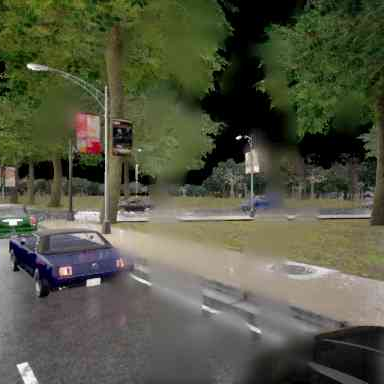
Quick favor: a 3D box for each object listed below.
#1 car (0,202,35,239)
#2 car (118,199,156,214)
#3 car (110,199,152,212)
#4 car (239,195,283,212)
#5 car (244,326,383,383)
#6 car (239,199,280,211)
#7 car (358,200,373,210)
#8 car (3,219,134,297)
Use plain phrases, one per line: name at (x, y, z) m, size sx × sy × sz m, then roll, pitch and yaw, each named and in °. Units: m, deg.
car at (-8.909, 1.352, 15.837) m, size 2.097 × 1.767 × 4.553 m, roll 0°, pitch 0°, yaw -38°
car at (-6.537, 1.624, 37.562) m, size 4.892 × 1.490 × 1.837 m, roll 1°, pitch 0°, yaw -17°
car at (-7.472, 1.621, 40.772) m, size 4.892 × 1.490 × 1.837 m, roll 0°, pitch 0°, yaw -14°
car at (8.633, 1.428, 41.539) m, size 5.566 × 2.045 × 2.150 m, roll 0°, pitch 0°, yaw -14°
car at (2.352, 1.478, 1.244) m, size 1.882 × 1.535 × 5.008 m, roll 0°, pitch 0°, yaw -38°
car at (9.131, 1.707, 45.016) m, size 4.902 × 1.511 × 2.128 m, roll 0°, pitch 0°, yaw -14°
car at (27.134, 1.862, 49.542) m, size 4.674 × 1.442 × 1.812 m, roll 1°, pitch 0°, yaw -14°
car at (-3.419, 1.601, 8.719) m, size 1.895 × 1.301 × 4.718 m, roll 0°, pitch 0°, yaw -38°
